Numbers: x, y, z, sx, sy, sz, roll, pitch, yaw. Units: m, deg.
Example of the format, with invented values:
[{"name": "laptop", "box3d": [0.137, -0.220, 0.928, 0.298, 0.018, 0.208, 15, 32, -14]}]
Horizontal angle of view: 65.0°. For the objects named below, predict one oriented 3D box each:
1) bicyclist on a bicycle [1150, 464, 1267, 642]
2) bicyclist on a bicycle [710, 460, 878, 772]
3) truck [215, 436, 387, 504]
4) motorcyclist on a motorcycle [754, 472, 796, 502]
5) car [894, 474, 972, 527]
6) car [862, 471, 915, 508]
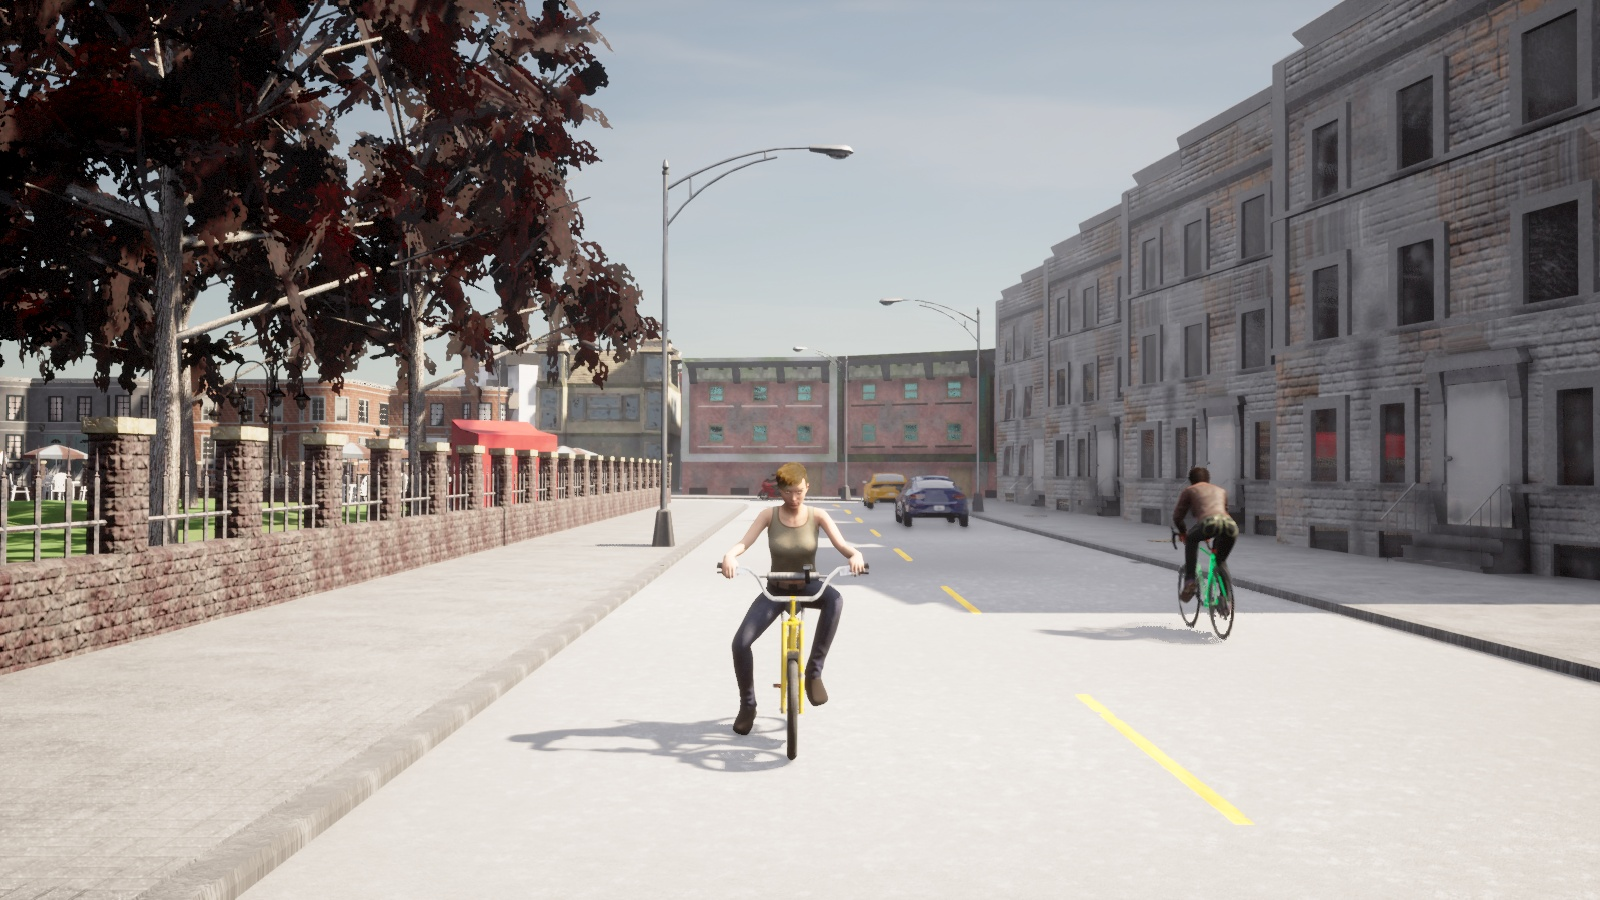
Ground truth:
[{"name": "bicyclist on a bicycle", "box3d": [3.963, 0.958, 12.312, 0.582, 1.620, 1.656, 0, -1, 0]}, {"name": "bicyclist on a bicycle", "box3d": [-0.034, 0.873, 7.261, 0.866, 1.612, 1.509, 0, -1, 0]}, {"name": "truck", "box3d": [-26.305, 1.051, 66.468, 7.936, 3.462, 2.891, 0, -1, 0]}, {"name": "motorcyclist on a motorcycle", "box3d": [-1.294, 1.889, 64.815, 2.044, 1.523, 0.797, -1, 0, 34]}, {"name": "car", "box3d": [3.863, 1.448, 37.186, 1.812, 1.442, 4.674, 0, -1, 0]}, {"name": "car", "box3d": [3.788, 1.691, 54.555, 1.882, 1.535, 5.008, 0, -1, 0]}]
